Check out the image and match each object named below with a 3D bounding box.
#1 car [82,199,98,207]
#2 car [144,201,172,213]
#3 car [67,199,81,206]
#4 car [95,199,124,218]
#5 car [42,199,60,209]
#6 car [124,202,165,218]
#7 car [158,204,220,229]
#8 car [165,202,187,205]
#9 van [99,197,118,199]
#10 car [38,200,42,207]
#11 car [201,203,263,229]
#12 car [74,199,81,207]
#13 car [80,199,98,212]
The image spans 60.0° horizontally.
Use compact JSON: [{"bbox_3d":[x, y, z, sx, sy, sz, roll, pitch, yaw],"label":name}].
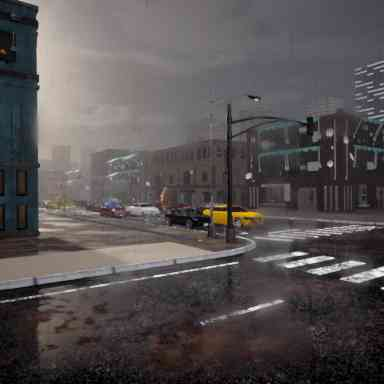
[{"bbox_3d":[-20.613,2.228,67.150,1.887,1.381,4.507,-1,0,-35],"label":"car"},{"bbox_3d":[-4.615,1.966,44.565,1.802,1.307,4.206,-1,0,-35],"label":"car"},{"bbox_3d":[-27.011,2.365,76.184,1.947,1.339,4.313,-1,0,-35],"label":"car"},{"bbox_3d":[-8.258,1.847,35.203,1.967,1.590,4.097,-1,0,-35],"label":"car"},{"bbox_3d":[-24.153,2.233,57.649,1.752,1.417,4.829,-1,0,-35],"label":"car"},{"bbox_3d":[-5.152,1.887,35.320,1.812,1.442,4.674,-1,0,-36],"label":"car"},{"bbox_3d":[-0.333,1.815,23.809,1.947,1.339,4.313,-1,0,-35],"label":"car"},{"bbox_3d":[-1.417,1.904,40.049,1.802,1.307,4.206,-2,0,-35],"label":"car"},{"bbox_3d":[-14.219,1.907,58.116,1.690,1.788,3.998,-1,0,-35],"label":"van"},{"bbox_3d":[-30.650,2.376,66.822,2.008,1.369,4.403,-1,0,-35],"label":"car"},{"bbox_3d":[2.880,1.679,24.000,1.882,1.535,5.008,-1,0,-35],"label":"car"},{"bbox_3d":[-20.359,2.193,62.325,1.812,1.442,4.674,-1,-1,-35],"label":"car"},{"bbox_3d":[-13.726,2.074,47.491,2.033,1.411,5.357,-1,0,-35],"label":"car"}]
